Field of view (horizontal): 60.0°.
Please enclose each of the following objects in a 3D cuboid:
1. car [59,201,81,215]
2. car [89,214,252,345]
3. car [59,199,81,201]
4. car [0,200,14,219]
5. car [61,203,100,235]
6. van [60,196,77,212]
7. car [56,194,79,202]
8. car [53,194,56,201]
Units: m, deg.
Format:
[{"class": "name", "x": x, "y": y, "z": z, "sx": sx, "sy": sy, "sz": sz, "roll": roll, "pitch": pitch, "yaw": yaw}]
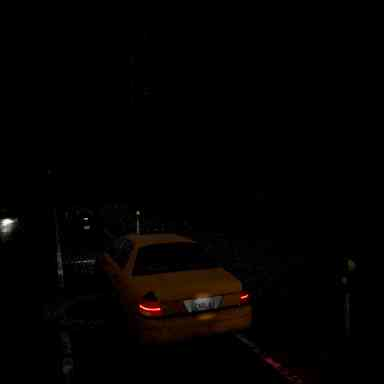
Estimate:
[{"class": "car", "x": -8.219, "y": 1.551, "z": 23.802, "sx": 2.008, "sy": 1.369, "sz": 4.403, "roll": 0, "pitch": 0, "yaw": -23}, {"class": "car", "x": -0.838, "y": 1.457, "z": 6.757, "sx": 1.801, "sy": 1.575, "sz": 5.366, "roll": 0, "pitch": 0, "yaw": -23}, {"class": "car", "x": -10.334, "y": 1.566, "z": 28.904, "sx": 1.947, "sy": 1.339, "sz": 4.313, "roll": 0, "pitch": 0, "yaw": -23}, {"class": "car", "x": -16.954, "y": 1.478, "z": 29.354, "sx": 1.882, "sy": 1.535, "sz": 5.008, "roll": 0, "pitch": 0, "yaw": -22}, {"class": "car", "x": -6.104, "y": 1.551, "z": 18.699, "sx": 2.008, "sy": 1.369, "sz": 4.403, "roll": 0, "pitch": 0, "yaw": -23}, {"class": "van", "x": -14.565, "y": 1.342, "z": 39.110, "sx": 1.690, "sy": 1.788, "sz": 3.998, "roll": 0, "pitch": 0, "yaw": -23}, {"class": "car", "x": -12.449, "y": 1.316, "z": 34.007, "sx": 2.192, "sy": 1.841, "sz": 5.009, "roll": 0, "pitch": 0, "yaw": -23}, {"class": "car", "x": -31.636, "y": 1.468, "z": 79.545, "sx": 1.967, "sy": 1.590, "sz": 4.097, "roll": 0, "pitch": 0, "yaw": -24}]
